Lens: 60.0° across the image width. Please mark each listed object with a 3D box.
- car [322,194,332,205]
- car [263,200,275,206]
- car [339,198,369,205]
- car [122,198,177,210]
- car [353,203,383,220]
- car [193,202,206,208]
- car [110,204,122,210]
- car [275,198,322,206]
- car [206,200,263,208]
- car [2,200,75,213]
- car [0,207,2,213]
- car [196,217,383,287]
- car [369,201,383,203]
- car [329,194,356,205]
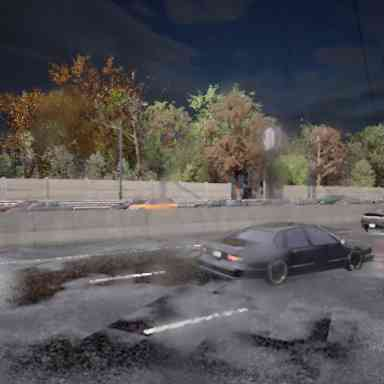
[{"bbox_3d":[20.372,1.385,48.684,5.566,2.045,2.150,0,0,-31],"label":"car"},{"bbox_3d":[11.498,1.661,43.374,5.357,1.411,2.033,0,0,-30],"label":"car"},{"bbox_3d":[20.498,1.713,40.604,4.181,1.385,1.994,0,0,-31],"label":"car"},{"bbox_3d":[-3.581,1.381,30.264,4.553,1.767,2.097,0,0,-31],"label":"car"},{"bbox_3d":[11.555,1.564,18.704,4.902,1.511,2.128,1,0,-31],"label":"car"},{"bbox_3d":[2.671,1.615,38.095,5.357,1.411,2.033,0,0,-31],"label":"car"},{"bbox_3d":[-5.715,1.529,33.063,4.892,1.490,1.837,0,0,-31],"label":"car"},{"bbox_3d":[12.914,1.606,40.143,4.902,1.511,2.128,0,0,-31],"label":"car"},{"bbox_3d":[4.559,1.618,35.141,5.357,1.411,2.033,0,0,-31],"label":"car"},{"bbox_3d":[-11.518,1.480,25.512,4.902,1.511,2.128,0,0,-31],"label":"car"},{"bbox_3d":[-14.037,1.460,28.085,5.008,1.535,1.882,0,0,-31],"label":"car"},{"bbox_3d":[2.766,1.570,9.363,5.357,1.411,2.033,0,0,-30],"label":"car"},{"bbox_3d":[22.757,1.660,37.877,4.892,1.490,1.837,0,0,-31],"label":"car"},{"bbox_3d":[21.382,1.514,45.212,4.553,1.767,2.097,0,0,-31],"label":"car"}]
